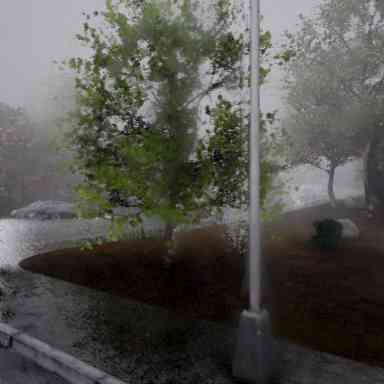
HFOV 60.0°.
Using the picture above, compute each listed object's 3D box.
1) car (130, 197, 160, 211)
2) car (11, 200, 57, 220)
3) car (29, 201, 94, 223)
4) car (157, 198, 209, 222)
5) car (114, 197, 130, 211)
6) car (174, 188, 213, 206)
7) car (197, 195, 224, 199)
[{"bbox_3d":[-3.398,1.210,33.416,1.882,1.535,5.008,0,2,39],"label":"car"},{"bbox_3d":[-12.334,1.438,27.698,2.128,1.511,4.902,0,1,38],"label":"car"},{"bbox_3d":[-9.523,1.546,25.612,1.895,1.301,4.718,0,1,38],"label":"car"},{"bbox_3d":[-0.526,1.414,25.414,1.994,1.385,4.181,0,1,38],"label":"car"},{"bbox_3d":[-6.277,1.243,35.416,1.837,1.490,4.892,0,2,38],"label":"car"},{"bbox_3d":[0.264,0.555,43.727,2.150,2.045,5.566,0,3,39],"label":"car"},{"bbox_3d":[2.841,0.873,41.353,1.812,1.442,4.674,0,3,39],"label":"car"}]
